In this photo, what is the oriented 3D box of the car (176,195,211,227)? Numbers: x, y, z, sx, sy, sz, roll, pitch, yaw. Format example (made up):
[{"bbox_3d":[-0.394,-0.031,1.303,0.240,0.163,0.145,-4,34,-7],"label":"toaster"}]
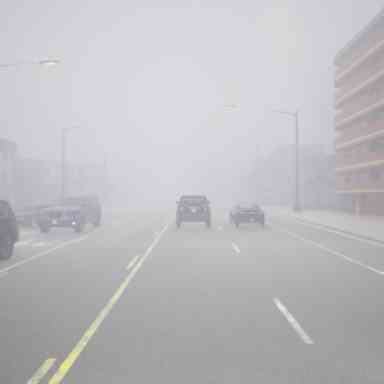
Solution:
[{"bbox_3d":[0.094,1.177,22.269,2.150,2.045,5.566,0,0,0],"label":"car"}]

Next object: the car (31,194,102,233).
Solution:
[{"bbox_3d":[-7.018,1.181,19.802,2.150,2.045,5.566,0,0,1],"label":"car"}]

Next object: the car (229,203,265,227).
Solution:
[{"bbox_3d":[3.593,1.450,22.320,2.128,1.511,4.902,0,0,0],"label":"car"}]

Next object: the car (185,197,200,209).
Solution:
[{"bbox_3d":[0.078,1.472,44.743,1.837,1.490,4.892,0,-1,0],"label":"car"}]

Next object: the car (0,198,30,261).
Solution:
[{"bbox_3d":[-7.087,1.217,9.348,2.150,2.045,5.566,0,0,0],"label":"car"}]
